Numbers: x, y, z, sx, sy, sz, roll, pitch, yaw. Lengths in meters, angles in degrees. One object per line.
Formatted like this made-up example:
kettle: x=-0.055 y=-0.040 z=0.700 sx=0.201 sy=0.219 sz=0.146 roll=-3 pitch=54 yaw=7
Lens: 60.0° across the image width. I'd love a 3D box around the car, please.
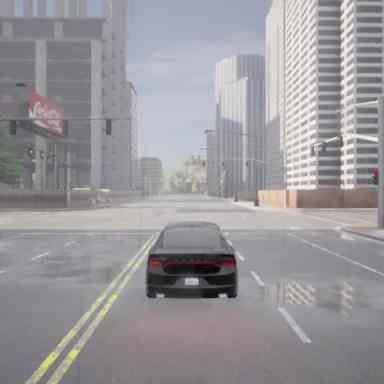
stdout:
car: x=0.002 y=1.477 z=8.523 sx=1.882 sy=1.535 sz=5.008 roll=0 pitch=0 yaw=0
